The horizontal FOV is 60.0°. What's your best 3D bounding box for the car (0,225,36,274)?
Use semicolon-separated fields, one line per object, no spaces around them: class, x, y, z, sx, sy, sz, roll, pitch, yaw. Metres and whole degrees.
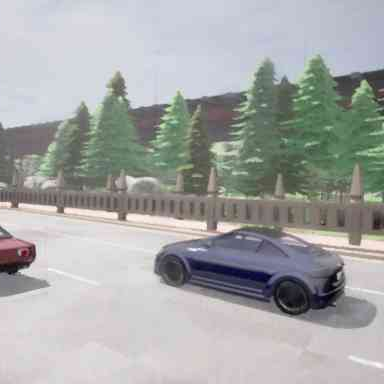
car;-5.965;1.309;8.261;4.718;1.301;1.895;3;1;36

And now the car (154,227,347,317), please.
car;1.168;1.488;7.459;4.181;1.385;1.994;2;1;36
